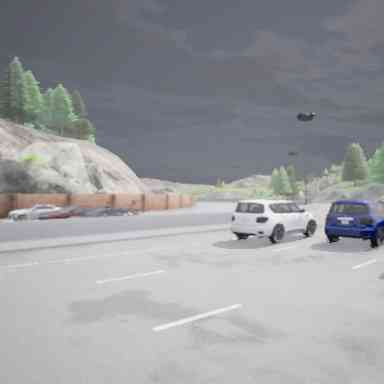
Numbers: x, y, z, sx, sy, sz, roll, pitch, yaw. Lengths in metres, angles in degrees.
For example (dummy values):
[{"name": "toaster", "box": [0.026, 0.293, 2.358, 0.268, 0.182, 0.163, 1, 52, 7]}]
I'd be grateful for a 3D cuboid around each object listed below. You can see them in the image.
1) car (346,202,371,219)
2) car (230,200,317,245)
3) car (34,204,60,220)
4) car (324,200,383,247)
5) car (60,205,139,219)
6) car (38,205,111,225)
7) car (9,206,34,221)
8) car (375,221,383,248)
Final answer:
[{"name": "car", "box": [17.442, 1.872, 34.736, 2.128, 1.511, 4.902, 0, 0, 30]}, {"name": "car", "box": [4.280, 1.405, 16.999, 5.566, 2.045, 2.150, 0, 0, -45]}, {"name": "car", "box": [-8.402, 1.720, 24.277, 5.008, 1.535, 1.882, 0, -1, -41]}, {"name": "car", "box": [8.389, 1.401, 16.197, 2.150, 2.045, 5.566, 0, 0, 43]}, {"name": "car", "box": [-5.714, 1.729, 21.981, 4.892, 1.490, 1.837, 1, -1, -41]}, {"name": "car", "box": [-9.710, 1.824, 27.751, 5.357, 1.411, 2.033, 1, -1, -43]}, {"name": "car", "box": [-13.424, 1.812, 29.175, 4.674, 1.442, 1.812, 1, -1, -41]}, {"name": "car", "box": [7.917, 1.668, 10.624, 5.357, 1.411, 2.033, 1, -1, -44]}]
